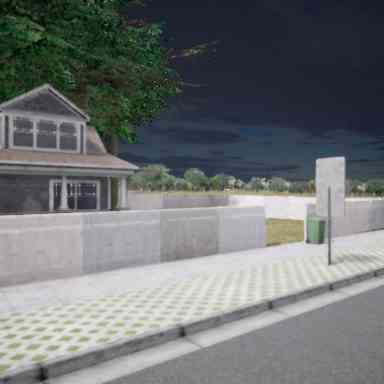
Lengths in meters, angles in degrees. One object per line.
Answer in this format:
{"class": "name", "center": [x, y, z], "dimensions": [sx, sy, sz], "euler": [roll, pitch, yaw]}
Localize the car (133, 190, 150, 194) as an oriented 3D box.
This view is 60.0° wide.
{"class": "car", "center": [-9.266, 0.492, 60.742], "dimensions": [2.097, 1.767, 4.553], "euler": [0, 1, -36]}
